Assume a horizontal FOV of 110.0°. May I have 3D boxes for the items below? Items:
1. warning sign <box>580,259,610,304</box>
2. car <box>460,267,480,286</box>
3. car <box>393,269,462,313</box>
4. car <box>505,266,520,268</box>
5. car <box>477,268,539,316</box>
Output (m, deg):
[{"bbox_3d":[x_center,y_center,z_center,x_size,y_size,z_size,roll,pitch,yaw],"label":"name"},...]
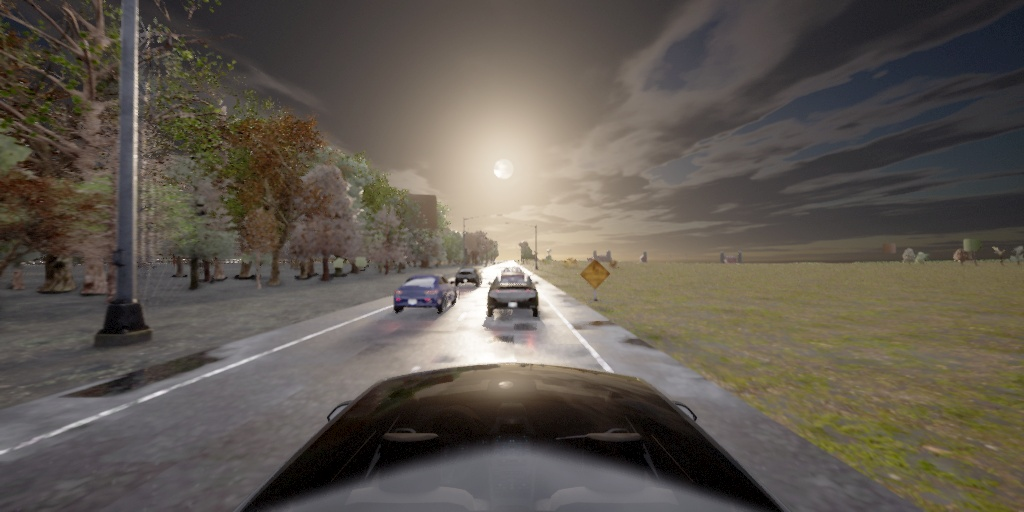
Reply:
[{"bbox_3d":[3.550,1.047,15.251,1.300,1.860,1.060,0,0,0],"label":"warning sign"},{"bbox_3d":[-3.455,1.624,29.165,1.837,1.490,4.892,0,0,1],"label":"car"},{"bbox_3d":[-3.450,1.451,14.815,1.812,1.442,4.674,0,-1,1],"label":"car"},{"bbox_3d":[0.054,1.612,30.365,1.882,1.535,5.008,0,0,0],"label":"car"},{"bbox_3d":[0.045,1.408,14.138,2.128,1.511,4.902,0,-1,1],"label":"car"}]
